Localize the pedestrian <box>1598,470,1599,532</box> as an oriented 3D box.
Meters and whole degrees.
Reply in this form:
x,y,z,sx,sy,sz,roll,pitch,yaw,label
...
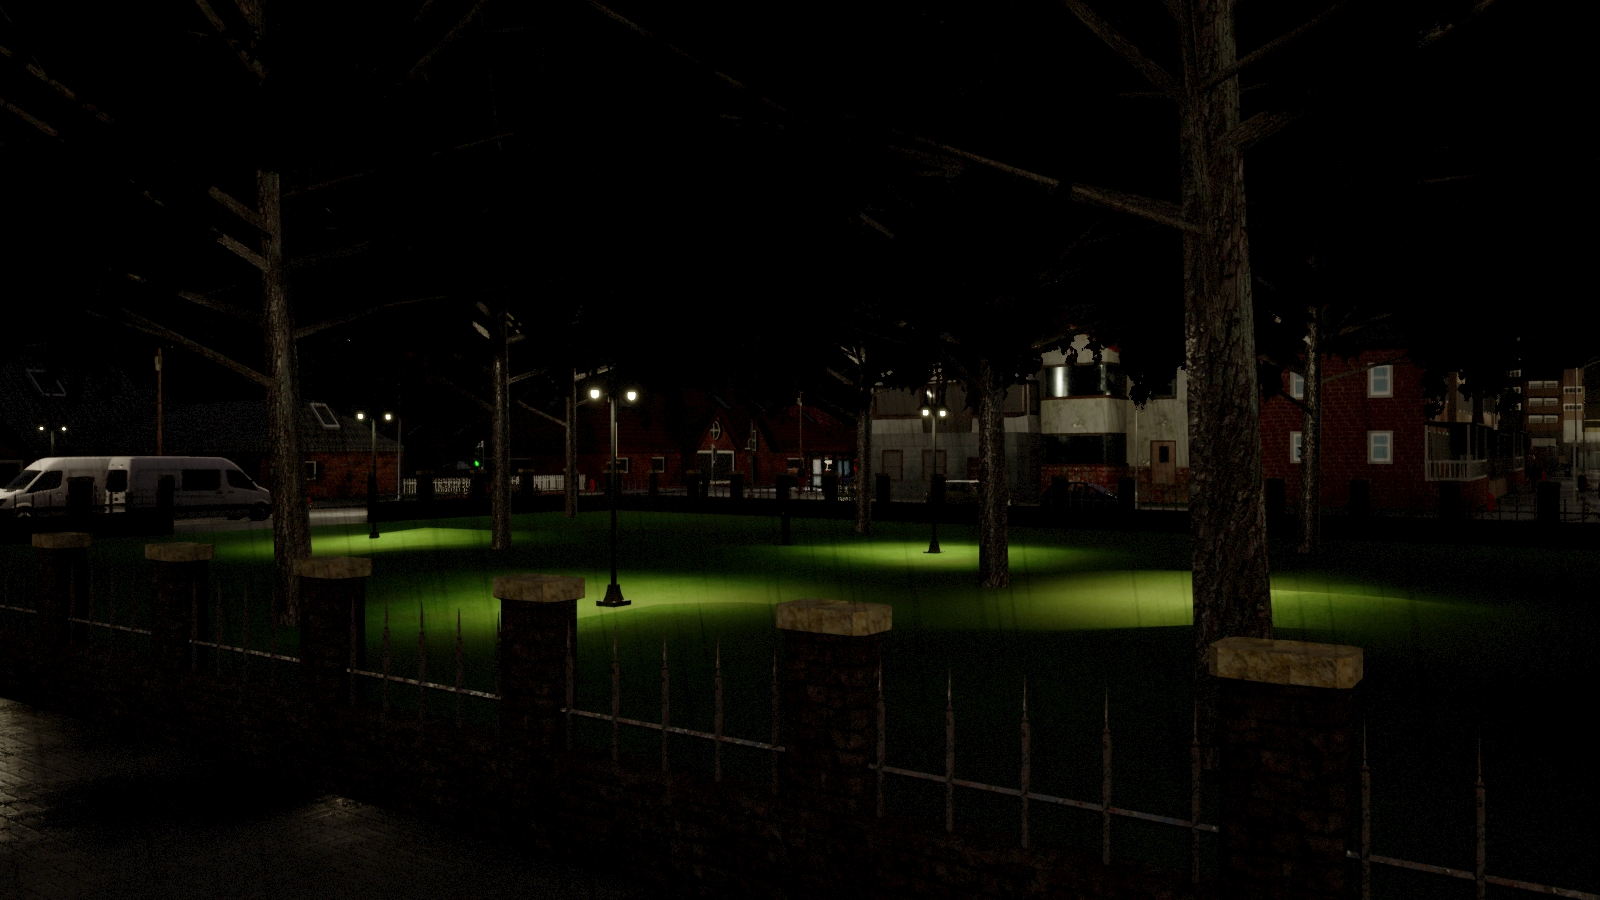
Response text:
x,y,z,sx,sy,sz,roll,pitch,yaw,label
24.254,1.525,34.343,0.375,1.860,0.375,0,0,-40,pedestrian

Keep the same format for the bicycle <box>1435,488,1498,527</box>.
x,y,z,sx,sy,sz,roll,pitch,yaw,label
22.673,1.940,38.903,1.835,1.271,0.329,0,0,35,bicycle

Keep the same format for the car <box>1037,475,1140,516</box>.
x,y,z,sx,sy,sz,roll,pitch,yaw,label
11.752,1.818,46.570,3.633,1.501,1.845,0,0,35,car

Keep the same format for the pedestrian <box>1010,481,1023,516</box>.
x,y,z,sx,sy,sz,roll,pitch,yaw,label
8.065,1.804,42.570,0.375,1.300,0.375,0,0,34,pedestrian
